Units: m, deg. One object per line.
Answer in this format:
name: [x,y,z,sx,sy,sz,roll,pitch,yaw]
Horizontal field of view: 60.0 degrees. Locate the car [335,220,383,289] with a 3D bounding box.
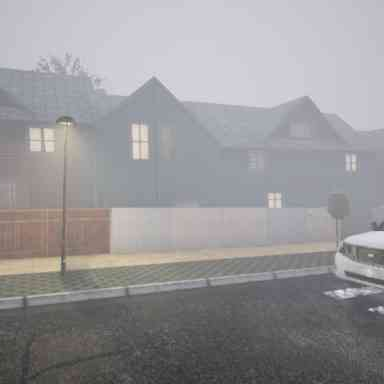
car: [6.109,1.385,8.339,5.566,2.045,2.150,1,0,-30]
